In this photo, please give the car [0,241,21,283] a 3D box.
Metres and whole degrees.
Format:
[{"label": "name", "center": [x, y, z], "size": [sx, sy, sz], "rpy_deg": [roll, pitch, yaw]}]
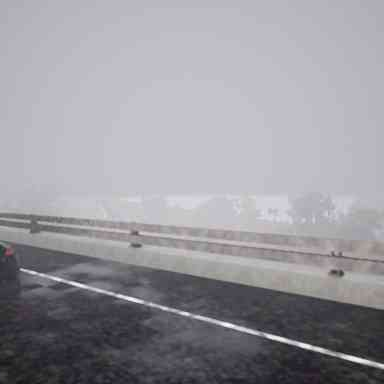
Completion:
[{"label": "car", "center": [-6.190, 1.540, 8.413], "size": [4.181, 1.385, 1.994], "rpy_deg": [0, 0, 36]}]
